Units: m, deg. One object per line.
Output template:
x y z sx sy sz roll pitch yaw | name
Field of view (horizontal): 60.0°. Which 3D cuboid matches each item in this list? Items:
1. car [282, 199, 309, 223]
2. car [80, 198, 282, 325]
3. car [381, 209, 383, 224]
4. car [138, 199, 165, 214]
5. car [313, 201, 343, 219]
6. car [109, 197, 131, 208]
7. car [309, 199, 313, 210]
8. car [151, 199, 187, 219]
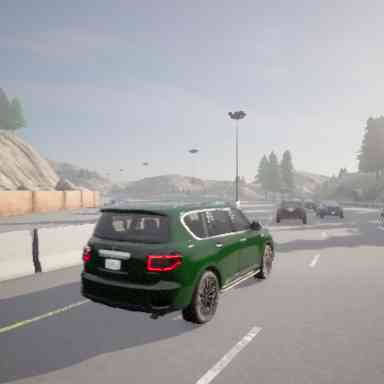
7.743 1.357 25.950 2.097 1.767 4.553 0 0 17 | car
0.124 1.221 7.494 2.150 2.045 5.566 0 0 30 | car
13.692 1.512 21.443 1.837 1.490 4.892 0 0 17 | car
-4.356 1.527 36.608 1.812 1.442 4.674 0 0 8 | car
12.218 1.533 29.667 1.812 1.442 4.674 0 0 14 | car
-10.464 1.493 48.716 2.128 1.511 4.902 0 0 -1 | car
13.782 1.535 40.353 1.812 1.442 4.674 0 0 6 | car
-2.036 1.480 30.553 1.882 1.535 5.008 0 0 13 | car
